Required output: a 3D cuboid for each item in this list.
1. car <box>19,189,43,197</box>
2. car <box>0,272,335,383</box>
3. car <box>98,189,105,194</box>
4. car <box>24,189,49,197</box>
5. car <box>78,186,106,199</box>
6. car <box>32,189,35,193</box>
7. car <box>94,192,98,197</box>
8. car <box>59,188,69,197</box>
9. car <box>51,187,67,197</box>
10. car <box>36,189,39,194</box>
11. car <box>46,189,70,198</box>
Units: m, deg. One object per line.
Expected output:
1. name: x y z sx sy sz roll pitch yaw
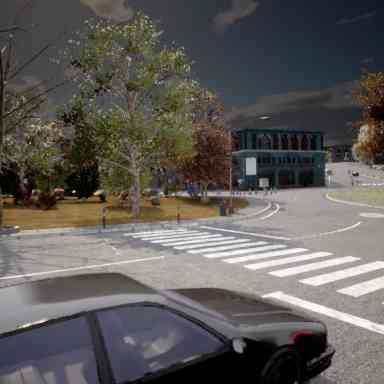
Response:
1. car: -37.783 0.151 78.382 2.097 1.535 5.008 0 3 19
2. car: -0.962 1.547 3.060 5.357 1.411 2.033 0 0 -35
3. car: -14.324 0.125 60.106 2.185 1.767 4.553 -2 1 17
4. car: -35.534 0.195 76.337 1.946 1.575 5.366 0 3 19
5. car: -19.069 0.054 63.734 2.435 2.045 5.566 -2 2 17
6. car: -33.171 0.103 74.628 2.185 1.767 4.553 0 2 18
7. car: -16.734 0.287 61.737 1.946 1.575 5.366 -1 2 17
8. car: -23.796 0.352 67.297 2.163 1.488 4.792 -1 2 17
9. car: -26.155 0.062 69.107 2.435 2.045 5.566 0 2 18
10. car: -30.823 0.263 72.817 2.097 1.535 5.008 0 2 18
11. car: -28.497 0.294 70.970 2.231 1.521 4.892 -1 2 18
